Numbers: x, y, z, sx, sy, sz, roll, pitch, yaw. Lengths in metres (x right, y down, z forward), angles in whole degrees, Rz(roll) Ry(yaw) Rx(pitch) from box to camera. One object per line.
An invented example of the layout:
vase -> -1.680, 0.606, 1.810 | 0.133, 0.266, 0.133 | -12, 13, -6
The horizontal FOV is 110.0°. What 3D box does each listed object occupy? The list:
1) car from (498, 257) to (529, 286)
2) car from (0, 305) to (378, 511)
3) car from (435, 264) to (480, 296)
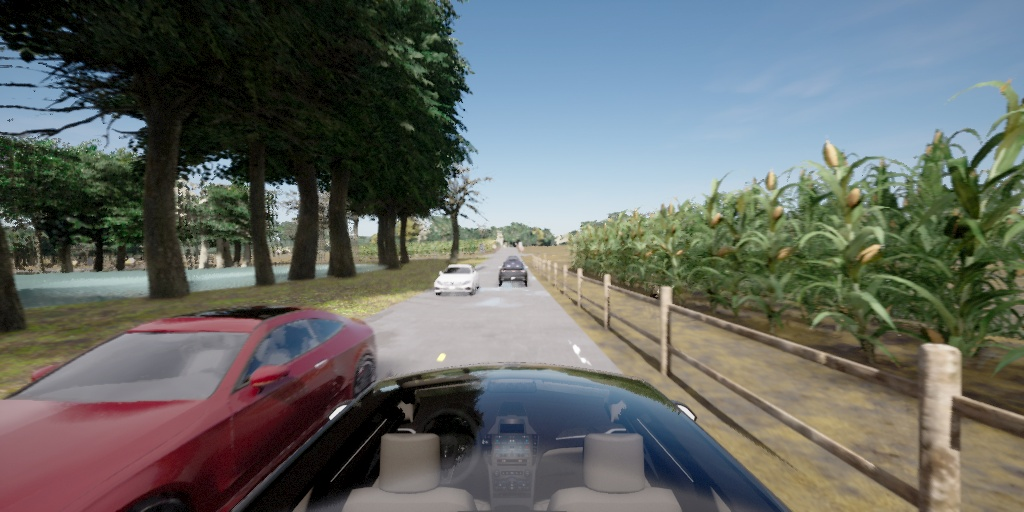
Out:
car -> 0.082, 1.081, 23.752 | 2.128, 1.511, 4.902 | 0, 1, 0
car -> -2.817, 1.272, 3.404 | 1.812, 1.442, 4.674 | 0, 0, 0
car -> -2.749, 1.177, 18.806 | 1.812, 1.442, 4.674 | 0, 0, 0
